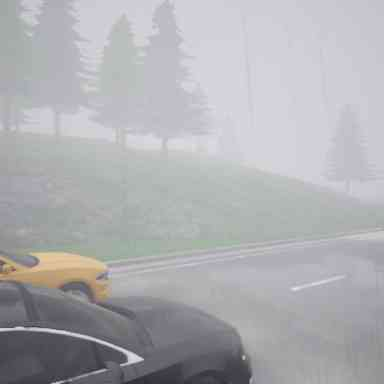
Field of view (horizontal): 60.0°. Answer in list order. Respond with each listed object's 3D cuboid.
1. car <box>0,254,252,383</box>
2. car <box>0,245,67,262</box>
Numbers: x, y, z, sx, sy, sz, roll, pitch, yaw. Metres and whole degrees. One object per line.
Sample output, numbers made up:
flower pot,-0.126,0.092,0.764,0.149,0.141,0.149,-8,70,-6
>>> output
car,-1.661,1.501,2.533,4.892,1.490,1.837,0,0,-36
car,-3.826,1.469,5.289,5.008,1.535,1.882,0,0,-36
